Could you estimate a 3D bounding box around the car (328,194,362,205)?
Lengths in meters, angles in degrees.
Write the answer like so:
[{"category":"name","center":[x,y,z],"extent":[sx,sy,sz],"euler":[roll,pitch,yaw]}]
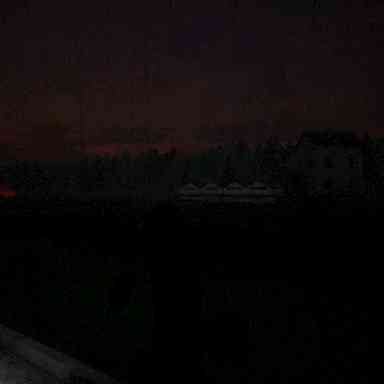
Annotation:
[{"category":"car","center":[22.831,1.203,49.776],"extent":[4.605,1.855,1.932],"euler":[0,0,35]}]
